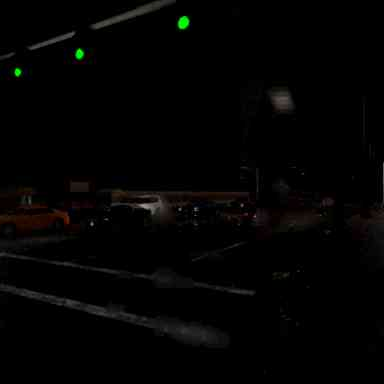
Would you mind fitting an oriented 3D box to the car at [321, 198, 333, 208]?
[{"bbox_3d":[21.043,1.673,50.955,1.812,1.442,4.674,0,0,30],"label":"car"}]

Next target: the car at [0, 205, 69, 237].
[{"bbox_3d":[-9.528,1.559,19.202,1.882,1.535,5.008,0,0,30],"label":"car"}]

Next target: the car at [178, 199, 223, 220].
[{"bbox_3d":[0.623,1.449,29.771,2.097,1.767,4.553,0,0,30],"label":"car"}]

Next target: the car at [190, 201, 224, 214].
[{"bbox_3d":[1.833,1.725,38.851,1.895,1.301,4.718,0,0,30],"label":"car"}]

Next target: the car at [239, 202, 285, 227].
[{"bbox_3d":[5.178,1.637,23.469,1.994,1.385,4.181,0,0,30],"label":"car"}]

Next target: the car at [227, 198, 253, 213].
[{"bbox_3d":[5.752,1.468,38.623,2.097,1.767,4.553,0,0,30],"label":"car"}]

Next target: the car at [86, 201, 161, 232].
[{"bbox_3d":[-4.453,1.569,20.992,2.128,1.511,4.902,0,0,30],"label":"car"}]

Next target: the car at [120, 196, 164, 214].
[{"bbox_3d":[-4.564,1.322,27.798,2.150,2.045,5.566,0,0,30],"label":"car"}]
